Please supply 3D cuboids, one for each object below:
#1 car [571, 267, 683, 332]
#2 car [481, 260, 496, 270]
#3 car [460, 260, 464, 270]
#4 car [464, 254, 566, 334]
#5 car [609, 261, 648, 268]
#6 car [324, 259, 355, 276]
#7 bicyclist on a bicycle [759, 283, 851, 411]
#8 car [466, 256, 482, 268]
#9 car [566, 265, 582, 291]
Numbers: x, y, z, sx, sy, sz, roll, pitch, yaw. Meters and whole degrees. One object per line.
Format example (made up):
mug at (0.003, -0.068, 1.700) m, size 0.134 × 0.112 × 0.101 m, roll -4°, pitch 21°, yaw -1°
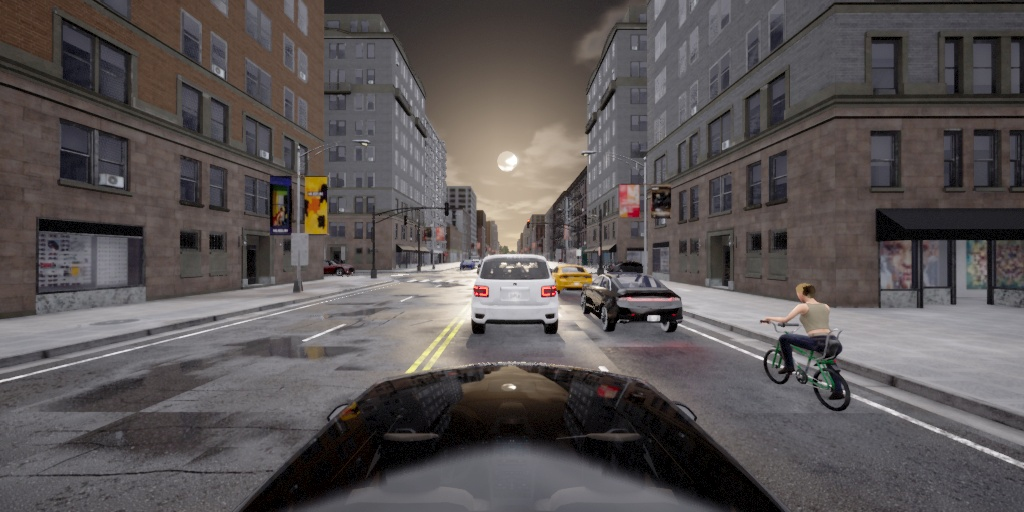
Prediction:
car at (3.323, 1.243, 10.811) m, size 2.128 × 1.511 × 4.902 m, roll 0°, pitch 0°, yaw 0°
car at (-3.442, 1.333, 53.072) m, size 1.994 × 1.385 × 4.181 m, roll 0°, pitch 0°, yaw 0°
car at (-6.700, 1.247, 54.082) m, size 1.882 × 1.535 × 5.008 m, roll 0°, pitch 0°, yaw 0°
car at (0.079, 0.973, 10.740) m, size 2.150 × 2.045 × 5.566 m, roll 0°, pitch 0°, yaw 0°
car at (12.058, 1.297, 35.754) m, size 4.892 × 1.490 × 1.837 m, roll 0°, pitch 0°, yaw 0°
car at (-18.173, 1.090, 35.823) m, size 4.553 × 1.767 × 2.097 m, roll 0°, pitch 0°, yaw 0°
bicyclist on a bicycle at (4.129, 1.187, 5.123) m, size 0.866 × 1.612 × 1.509 m, roll 0°, pitch 0°, yaw 0°
car at (-6.687, 0.994, 64.027) m, size 2.150 × 2.045 × 5.566 m, roll 0°, pitch 0°, yaw 0°
car at (3.212, 1.232, 20.301) m, size 1.882 × 1.535 × 5.008 m, roll 0°, pitch 0°, yaw 0°
